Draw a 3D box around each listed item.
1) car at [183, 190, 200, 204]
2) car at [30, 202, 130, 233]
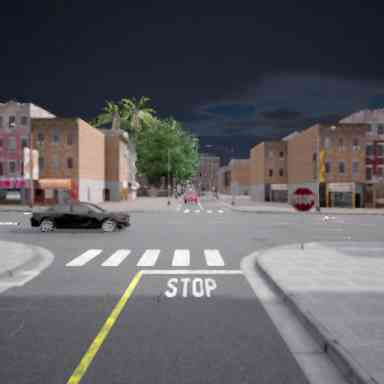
[{"bbox_3d":[-0.184,0.769,52.954,2.150,2.045,5.566,0,0,0],"label":"car"},{"bbox_3d":[-5.755,1.273,17.419,5.008,1.535,1.882,1,1,0],"label":"car"}]
